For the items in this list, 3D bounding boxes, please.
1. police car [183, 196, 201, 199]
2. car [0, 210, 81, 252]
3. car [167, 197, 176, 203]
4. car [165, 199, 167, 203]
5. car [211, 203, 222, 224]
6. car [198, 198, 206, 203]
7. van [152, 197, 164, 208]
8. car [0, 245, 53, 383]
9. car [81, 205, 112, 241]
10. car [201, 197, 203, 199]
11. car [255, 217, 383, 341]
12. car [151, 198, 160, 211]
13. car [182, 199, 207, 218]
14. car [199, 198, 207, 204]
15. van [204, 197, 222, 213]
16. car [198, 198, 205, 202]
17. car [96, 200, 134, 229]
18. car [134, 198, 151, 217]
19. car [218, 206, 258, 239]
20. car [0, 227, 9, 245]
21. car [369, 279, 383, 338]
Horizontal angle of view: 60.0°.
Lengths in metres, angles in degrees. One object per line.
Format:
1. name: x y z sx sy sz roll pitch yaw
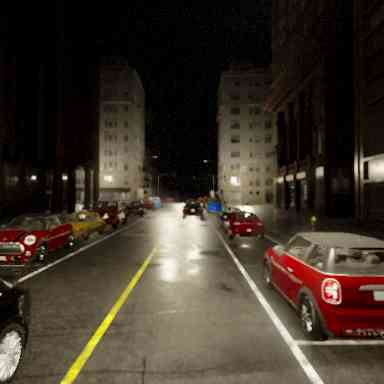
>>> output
1. police car: 0.026 1.792 49.186 1.930 1.638 5.238 0 0 0
2. car: -5.843 1.533 12.205 1.967 1.590 4.097 1 0 0
3. car: -5.819 2.209 84.180 1.802 1.307 4.206 1 0 0
4. car: -5.828 1.971 57.197 1.887 1.381 4.507 1 0 0
5. car: 2.685 1.729 23.457 2.008 1.369 4.403 1 0 0
6. car: 2.708 2.216 89.835 1.887 1.381 4.507 1 0 0
7. van: -5.828 1.726 51.575 1.690 1.788 3.998 1 0 0
8. car: -3.058 1.527 2.532 1.837 1.490 4.892 0 -1 0
9. car: -5.842 1.659 17.658 1.752 1.417 4.829 1 0 0
10. car: 2.698 1.700 51.581 2.192 1.841 5.009 1 0 0
11. car: 2.680 1.491 6.585 1.967 1.590 4.097 1 0 0
12. car: -5.833 1.925 45.948 1.802 1.307 4.206 1 0 0
13. car: 0.104 1.750 32.744 2.163 1.488 4.792 0 0 0
14. car: 2.706 2.210 84.185 1.802 1.307 4.206 1 0 0
15. van: 2.693 1.643 40.332 1.690 1.788 3.998 1 0 0
16. car: 2.710 2.297 95.483 1.802 1.307 4.206 1 0 0
17. car: -5.838 1.492 23.454 2.192 1.841 5.009 1 0 0
18. car: -5.835 1.700 34.702 1.967 1.590 4.097 1 0 0
19. car: 2.683 1.681 17.833 1.887 1.381 4.507 1 0 0
20. car: -5.847 1.617 6.579 1.947 1.339 4.313 1 0 0
21. car: 2.677 1.553 0.960 1.887 1.381 4.507 1 0 0
